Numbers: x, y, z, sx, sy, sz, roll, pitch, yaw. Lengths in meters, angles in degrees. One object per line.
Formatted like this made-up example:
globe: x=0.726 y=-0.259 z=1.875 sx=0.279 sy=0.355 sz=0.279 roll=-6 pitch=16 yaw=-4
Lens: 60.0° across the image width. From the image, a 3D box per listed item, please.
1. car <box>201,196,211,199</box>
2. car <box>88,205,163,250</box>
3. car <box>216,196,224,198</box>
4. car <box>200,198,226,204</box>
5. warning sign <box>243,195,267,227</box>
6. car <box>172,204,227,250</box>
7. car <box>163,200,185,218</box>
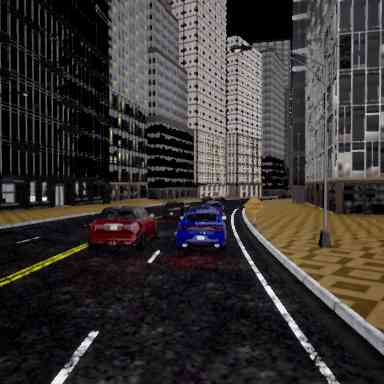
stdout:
car: x=3.402 y=1.544 z=78.140 sx=1.994 sy=1.385 sz=4.181 roll=0 pitch=0 yaw=18
car: x=-2.779 y=1.359 z=14.488 sx=2.097 sy=1.767 sz=4.553 roll=0 pitch=0 yaw=4
car: x=6.460 y=1.566 z=77.037 sx=1.994 sy=1.385 sz=4.181 roll=0 pitch=0 yaw=18
car: x=1.863 y=1.532 z=28.937 sx=1.812 sy=1.442 sz=4.674 roll=0 pitch=0 yaw=7
warning sign: x=3.793 y=1.116 z=20.185 sx=1.300 sy=1.860 sz=1.060 roll=1 pitch=1 yaw=5
car: x=0.466 y=1.482 z=14.312 sx=1.882 sy=1.535 sz=5.008 roll=0 pitch=0 yaw=4
car: x=-1.361 y=1.508 z=29.349 sx=1.837 sy=1.490 sz=4.892 roll=0 pitch=0 yaw=7
